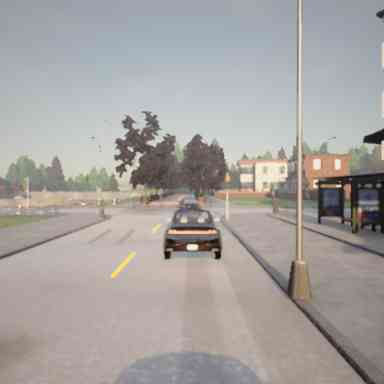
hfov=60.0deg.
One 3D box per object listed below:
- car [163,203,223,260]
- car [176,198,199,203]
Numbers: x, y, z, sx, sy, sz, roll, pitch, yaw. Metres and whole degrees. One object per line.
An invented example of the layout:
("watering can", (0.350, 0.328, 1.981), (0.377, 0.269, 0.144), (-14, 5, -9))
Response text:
("car", (0.032, 1.365, 11.944), (2.128, 1.511, 4.902), (0, 0, 0))
("car", (-0.339, 1.230, 28.780), (1.812, 1.442, 4.674), (0, 1, -7))
